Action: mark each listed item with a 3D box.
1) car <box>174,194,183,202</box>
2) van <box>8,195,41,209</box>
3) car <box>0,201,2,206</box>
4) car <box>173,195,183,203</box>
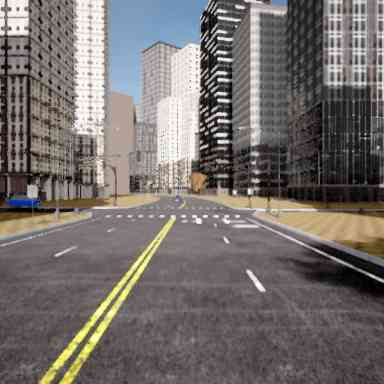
[{"bbox_3d":[-3.367,1.502,85.348,2.097,1.767,4.553,0,0,-1],"label":"car"},{"bbox_3d":[-22.654,1.324,45.041,3.998,1.788,1.690,0,0,1],"label":"van"},{"bbox_3d":[-28.193,1.502,45.088,4.507,1.381,1.887,0,0,1],"label":"car"},{"bbox_3d":[-3.255,1.673,74.236,1.812,1.442,4.674,0,0,0],"label":"car"}]
